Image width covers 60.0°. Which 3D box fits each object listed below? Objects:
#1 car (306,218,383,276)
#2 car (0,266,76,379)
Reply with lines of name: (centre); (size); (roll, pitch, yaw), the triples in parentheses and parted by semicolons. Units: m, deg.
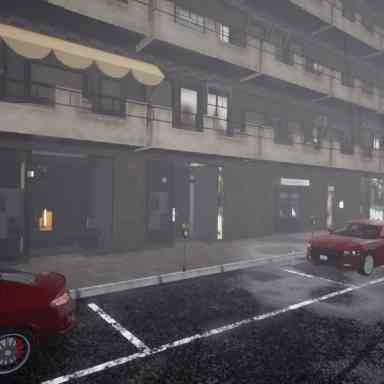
car: (5.436, 1.548, 10.401); (4.507, 1.381, 1.887); (0, 1, -35)
car: (-3.607, 1.582, 3.973); (4.206, 1.307, 1.802); (0, 1, -35)
